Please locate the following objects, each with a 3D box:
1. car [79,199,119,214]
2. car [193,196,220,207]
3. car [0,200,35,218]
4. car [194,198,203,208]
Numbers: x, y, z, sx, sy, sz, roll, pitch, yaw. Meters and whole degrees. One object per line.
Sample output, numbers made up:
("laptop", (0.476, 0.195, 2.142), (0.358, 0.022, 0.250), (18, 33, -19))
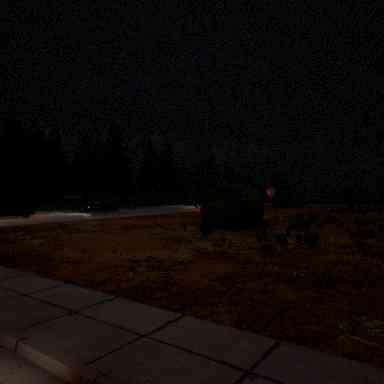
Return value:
("car", (-10.166, 1.553, 36.731), (1.812, 1.442, 4.674), (0, 0, 37))
("car", (2.424, 1.504, 53.638), (1.882, 1.535, 5.008), (0, 0, 37))
("car", (-16.172, 1.504, 28.617), (1.882, 1.535, 5.008), (0, 0, 36))
("car", (2.195, 1.532, 47.239), (1.837, 1.490, 4.892), (0, 0, 36))
